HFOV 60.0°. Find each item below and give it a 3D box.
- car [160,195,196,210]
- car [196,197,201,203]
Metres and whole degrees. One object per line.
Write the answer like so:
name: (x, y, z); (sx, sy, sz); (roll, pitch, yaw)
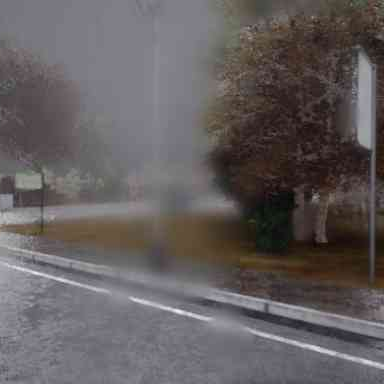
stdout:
car: (-1.948, 1.367, 39.029); (1.994, 1.385, 4.181); (1, 0, 38)
car: (-0.541, 1.253, 58.484); (1.895, 1.301, 4.718); (1, 1, 36)
